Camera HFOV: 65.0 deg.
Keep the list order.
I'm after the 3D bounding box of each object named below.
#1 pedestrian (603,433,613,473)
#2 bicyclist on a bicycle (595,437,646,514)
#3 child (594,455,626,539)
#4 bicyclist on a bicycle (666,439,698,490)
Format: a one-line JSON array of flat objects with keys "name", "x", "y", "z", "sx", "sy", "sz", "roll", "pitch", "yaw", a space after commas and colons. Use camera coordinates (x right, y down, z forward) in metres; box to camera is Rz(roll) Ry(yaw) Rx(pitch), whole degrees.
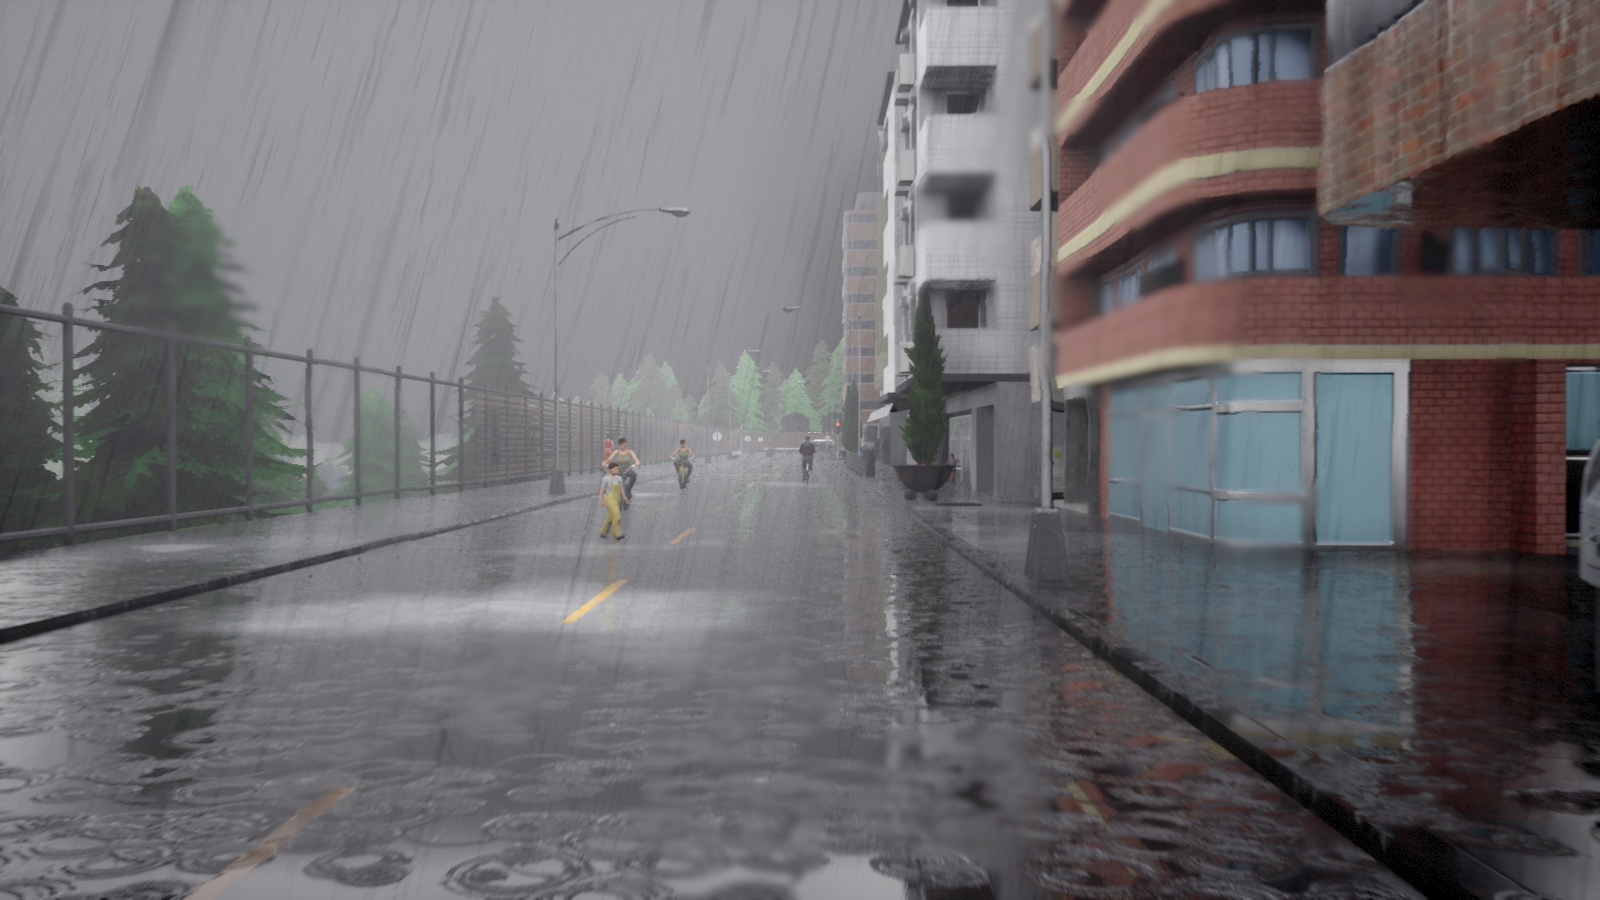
[{"name": "pedestrian", "x": -8.760, "y": 0.126, "z": 57.439, "sx": 0.345, "sy": 1.836, "sz": 0.594, "roll": 0, "pitch": 0, "yaw": 3}, {"name": "bicyclist on a bicycle", "x": -3.830, "y": 0.528, "z": 26.864, "sx": 0.866, "sy": 1.612, "sz": 1.509, "roll": 0, "pitch": 0, "yaw": 1}, {"name": "child", "x": -2.924, "y": 0.715, "z": 19.351, "sx": 0.437, "sy": 1.263, "sz": 0.270, "roll": 0, "pitch": 0, "yaw": 39}, {"name": "bicyclist on a bicycle", "x": -3.761, "y": 0.454, "z": 40.079, "sx": 0.866, "sy": 1.612, "sz": 1.509, "roll": 0, "pitch": 0, "yaw": 0}]
